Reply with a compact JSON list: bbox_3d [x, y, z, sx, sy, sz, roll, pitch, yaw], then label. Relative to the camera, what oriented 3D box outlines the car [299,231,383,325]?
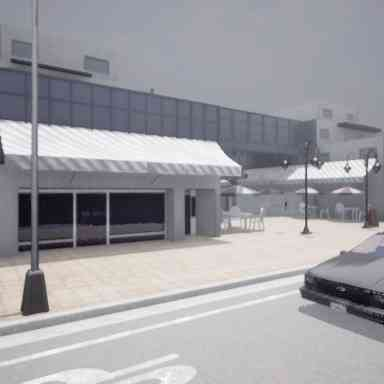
[{"bbox_3d":[4.673,1.538,7.008,5.357,1.411,2.033,0,0,-33],"label":"car"}]
